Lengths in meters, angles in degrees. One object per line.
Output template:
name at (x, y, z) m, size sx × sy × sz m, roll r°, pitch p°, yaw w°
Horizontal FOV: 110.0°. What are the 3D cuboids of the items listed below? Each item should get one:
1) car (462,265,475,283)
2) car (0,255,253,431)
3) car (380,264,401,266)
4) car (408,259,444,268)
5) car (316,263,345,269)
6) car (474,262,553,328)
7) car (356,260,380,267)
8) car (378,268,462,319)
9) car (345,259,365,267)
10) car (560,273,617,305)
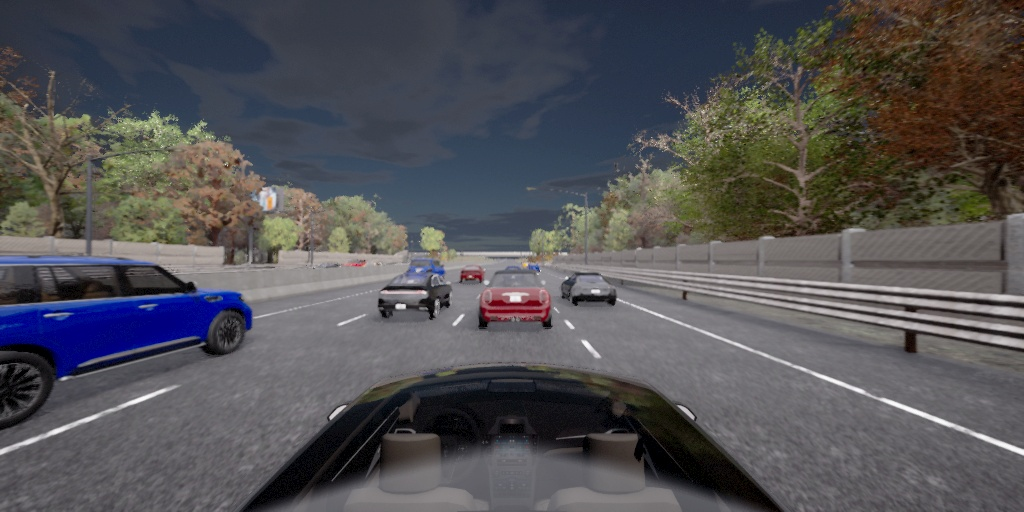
car at (-3.411, 1.534, 31.735) m, size 1.882 × 1.535 × 5.008 m, roll 0°, pitch -1°, yaw 0°
car at (-6.905, 1.011, 5.686) m, size 2.150 × 2.045 × 5.566 m, roll 0°, pitch -1°, yaw 0°
car at (-17.564, 1.888, 53.721) m, size 1.895 × 1.301 × 4.718 m, roll 0°, pitch -1°, yaw 1°
car at (-6.911, 1.253, 29.386) m, size 2.150 × 2.045 × 5.566 m, roll 0°, pitch -1°, yaw 0°
car at (-28.053, 1.790, 54.747) m, size 2.128 × 1.511 × 4.902 m, roll 0°, pitch -1°, yaw 1°
car at (0.094, 1.205, 11.917) m, size 2.097 × 1.767 × 4.553 m, roll 0°, pitch -1°, yaw 0°
car at (-21.072, 1.767, 53.939) m, size 1.882 × 1.535 × 5.008 m, roll 0°, pitch -1°, yaw 1°
car at (-3.404, 1.360, 13.404) m, size 2.128 × 1.511 × 4.902 m, roll 0°, pitch -1°, yaw 0°
car at (-24.550, 1.538, 56.436) m, size 2.150 × 2.045 × 5.566 m, roll 0°, pitch -1°, yaw 1°
car at (3.494, 1.469, 16.971) m, size 1.994 × 1.385 × 4.181 m, roll 0°, pitch -1°, yaw 0°
